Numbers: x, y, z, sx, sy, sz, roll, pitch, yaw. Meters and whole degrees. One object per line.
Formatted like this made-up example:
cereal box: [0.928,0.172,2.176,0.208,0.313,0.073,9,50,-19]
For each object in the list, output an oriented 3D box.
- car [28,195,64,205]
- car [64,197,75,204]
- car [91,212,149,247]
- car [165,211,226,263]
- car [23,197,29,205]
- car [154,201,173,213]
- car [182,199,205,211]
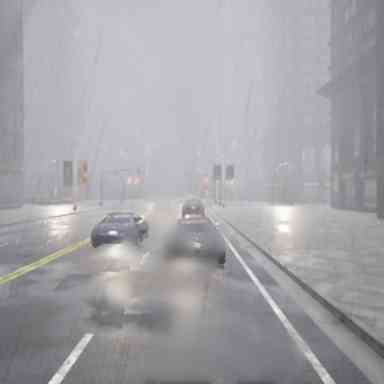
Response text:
car: [-24.905,1.671,56.835,4.313,1.339,1.947,0,0,-1]
car: [-25.030,1.675,65.359,4.206,1.307,1.802,0,0,-1]
car: [-3.143,1.596,15.254,1.994,1.385,4.181,0,0,0]
car: [0.105,1.589,12.066,1.994,1.385,4.181,0,0,0]
car: [-30.545,1.652,56.750,4.313,1.339,1.947,0,0,-1]
car: [-3.130,1.689,37.975,1.895,1.301,4.718,0,0,0]
car: [0.116,1.422,31.713,2.097,1.767,4.553,0,0,0]
